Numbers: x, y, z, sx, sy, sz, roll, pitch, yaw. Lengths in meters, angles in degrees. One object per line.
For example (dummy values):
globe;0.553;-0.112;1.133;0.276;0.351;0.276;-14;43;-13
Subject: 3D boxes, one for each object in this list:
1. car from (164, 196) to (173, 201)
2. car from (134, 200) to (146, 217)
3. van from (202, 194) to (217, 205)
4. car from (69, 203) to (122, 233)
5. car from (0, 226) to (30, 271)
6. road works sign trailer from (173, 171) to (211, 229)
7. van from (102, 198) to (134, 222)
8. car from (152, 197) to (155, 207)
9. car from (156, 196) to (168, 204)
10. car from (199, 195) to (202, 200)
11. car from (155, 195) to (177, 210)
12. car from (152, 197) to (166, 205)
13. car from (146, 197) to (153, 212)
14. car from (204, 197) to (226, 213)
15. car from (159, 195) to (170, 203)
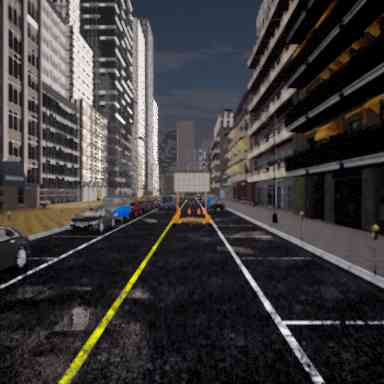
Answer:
car;-5.699;1.544;80.100;1.947;1.339;4.313;0;0;0
car;-5.695;1.520;30.394;1.887;1.381;4.507;0;0;0
van;2.683;1.311;46.963;1.690;1.788;3.998;0;0;0
car;-5.695;1.534;19.349;2.008;1.369;4.403;0;0;0
car;-5.694;1.543;8.304;2.008;1.369;4.403;0;0;0
road works sign trailer;-0.002;0.446;21.247;2.380;3.560;2.880;0;0;0
van;-5.695;1.320;24.871;1.690;1.788;3.998;0;0;0
car;-5.697;1.410;46.964;1.967;1.590;4.097;0;0;0
car;-5.698;1.523;63.532;2.008;1.369;4.403;0;0;0
car;2.683;1.516;58.008;1.887;1.381;4.507;0;0;0
car;-3.088;1.322;42.404;2.097;1.767;4.553;0;0;0
car;-5.698;1.522;58.008;2.008;1.369;4.403;0;0;0
car;-5.696;1.539;35.917;1.947;1.339;4.313;0;0;0
car;2.685;1.523;35.918;2.008;1.369;4.403;0;0;0
car;-5.699;1.414;69.055;1.967;1.590;4.097;0;0;0
